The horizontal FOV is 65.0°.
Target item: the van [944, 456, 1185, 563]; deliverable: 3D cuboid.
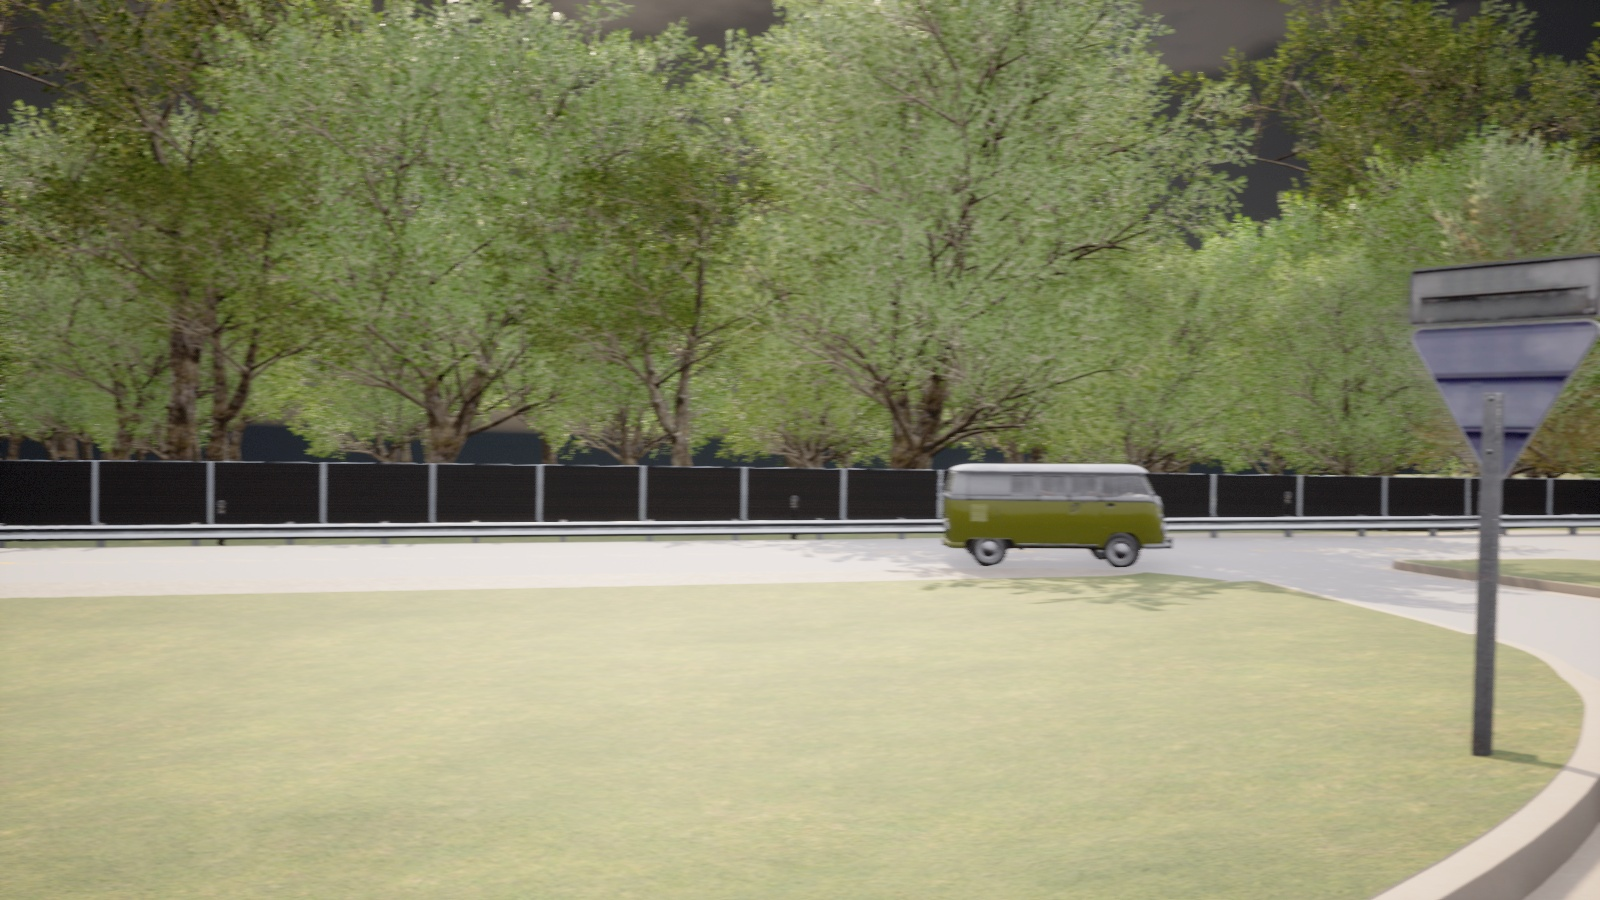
[{"bbox_3d":[5.158,1.151,24.943,4.442,1.987,1.775,-1,0,2],"label":"van"}]
